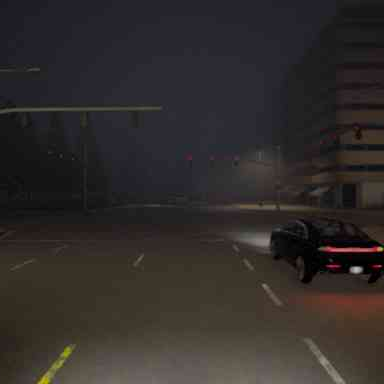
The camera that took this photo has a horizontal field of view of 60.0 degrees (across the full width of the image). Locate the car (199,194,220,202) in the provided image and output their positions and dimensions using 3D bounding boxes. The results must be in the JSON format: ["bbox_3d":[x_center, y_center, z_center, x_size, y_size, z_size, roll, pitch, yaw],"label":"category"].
[{"bbox_3d":[4.228,1.386,73.482,2.097,1.767,4.553,0,0,34],"label":"car"}]

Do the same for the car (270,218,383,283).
[{"bbox_3d":[3.585,1.493,9.644,2.128,1.511,4.902,0,0,0],"label":"car"}]

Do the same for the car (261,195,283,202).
[{"bbox_3d":[18.476,1.628,77.641,4.718,1.301,1.895,0,0,-33],"label":"car"}]

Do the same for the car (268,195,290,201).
[{"bbox_3d":[21.868,1.560,83.488,4.902,1.511,2.128,0,0,-22],"label":"car"}]

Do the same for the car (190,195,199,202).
[{"bbox_3d":[1.385,1.387,75.518,2.097,1.767,4.553,0,0,34],"label":"car"}]

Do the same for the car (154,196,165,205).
[{"bbox_3d":[-5.459,1.517,60.829,2.128,1.511,4.902,0,0,14],"label":"car"}]

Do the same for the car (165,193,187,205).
[{"bbox_3d":[-2.416,1.245,58.704,2.150,2.045,5.566,0,0,13],"label":"car"}]

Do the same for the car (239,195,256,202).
[{"bbox_3d":[13.077,1.511,77.954,5.008,1.535,1.882,0,0,-41],"label":"car"}]
